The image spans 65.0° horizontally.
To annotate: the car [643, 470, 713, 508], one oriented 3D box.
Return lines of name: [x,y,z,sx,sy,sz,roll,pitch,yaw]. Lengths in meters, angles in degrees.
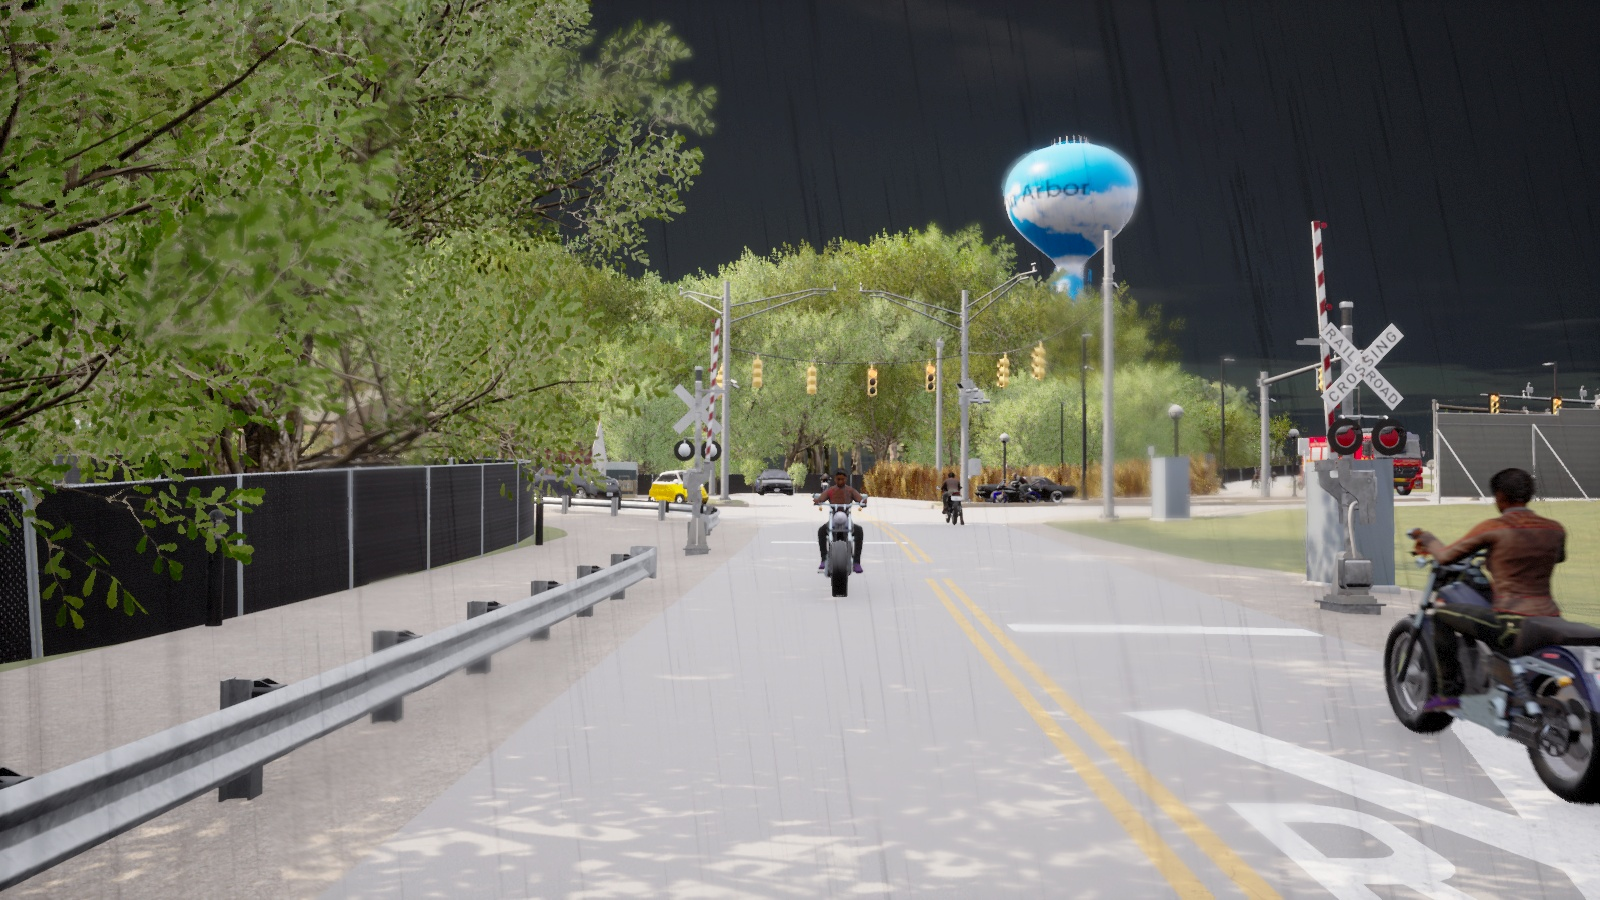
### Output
car: [-4.661,1.502,47.847,2.207,1.376,1.481,-2,-3,34]

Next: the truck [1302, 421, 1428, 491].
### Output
truck: [32.595,0.409,72.910,2.891,3.827,8.468,0,-1,-5]

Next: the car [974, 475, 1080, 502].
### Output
car: [10.899,1.855,60.602,4.718,1.301,1.895,0,-1,-4]

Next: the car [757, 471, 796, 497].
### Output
car: [-1.343,1.864,70.326,2.033,1.411,5.357,0,-1,-3]

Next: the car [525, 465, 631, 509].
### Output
car: [-7.956,1.328,44.830,3.633,1.501,1.845,-1,-3,41]

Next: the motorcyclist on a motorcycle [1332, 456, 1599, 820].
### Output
motorcyclist on a motorcycle: [3.755,0.879,6.879,0.766,1.649,2.350,0,-1,2]

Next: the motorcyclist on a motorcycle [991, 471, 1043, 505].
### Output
motorcyclist on a motorcycle: [9.849,1.730,57.019,2.191,1.530,0.866,0,-1,-4]

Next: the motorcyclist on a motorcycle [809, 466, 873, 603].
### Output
motorcyclist on a motorcycle: [0.536,1.037,16.349,0.766,1.649,2.350,0,-1,2]

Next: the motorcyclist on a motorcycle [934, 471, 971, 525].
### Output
motorcyclist on a motorcycle: [4.414,1.370,36.557,0.797,1.523,2.044,1,-1,-1]
